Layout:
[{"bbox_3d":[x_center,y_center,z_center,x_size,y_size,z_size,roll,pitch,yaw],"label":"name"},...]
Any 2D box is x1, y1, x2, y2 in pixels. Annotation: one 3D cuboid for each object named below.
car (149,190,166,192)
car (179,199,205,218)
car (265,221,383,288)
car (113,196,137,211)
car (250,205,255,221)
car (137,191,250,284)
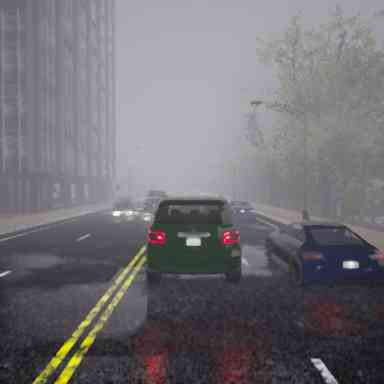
[{"bbox_3d":[-3.440,0.810,33.053,2.150,2.045,5.566,0,0,0],"label":"car"},{"bbox_3d":[0.008,1.262,27.023,1.895,1.301,4.718,0,1,0],"label":"car"},{"bbox_3d":[3.296,1.451,8.910,1.994,1.385,4.181,0,1,0],"label":"car"},{"bbox_3d":[-6.689,1.143,33.732,1.994,1.385,4.181,0,1,0],"label":"car"},{"bbox_3d":[3.252,1.249,23.790,2.033,1.411,5.357,0,1,0],"label":"car"},{"bbox_3d":[0.044,1.098,9.386,2.150,2.045,5.566,0,0,0],"label":"car"}]
